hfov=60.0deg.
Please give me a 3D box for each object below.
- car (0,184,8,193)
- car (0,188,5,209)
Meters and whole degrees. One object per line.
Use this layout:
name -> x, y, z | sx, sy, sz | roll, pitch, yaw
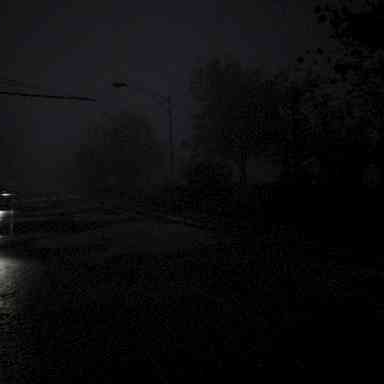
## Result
car -> -30.804, -0.562, 53.704 | 1.882, 1.535, 5.008 | -3, 4, -27
car -> -17.696, 0.722, 28.974 | 1.837, 1.490, 4.892 | -3, 4, -28
